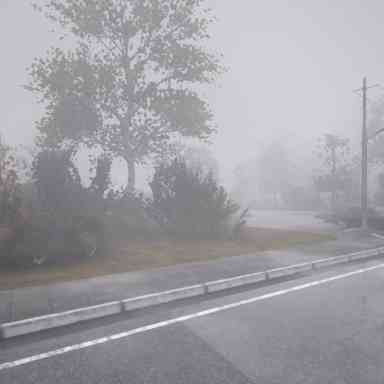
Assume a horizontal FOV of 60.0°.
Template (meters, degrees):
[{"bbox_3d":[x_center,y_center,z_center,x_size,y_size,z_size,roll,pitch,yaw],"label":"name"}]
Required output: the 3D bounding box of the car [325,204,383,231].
[{"bbox_3d":[10.281,1.532,18.751,1.837,1.490,4.892,1,-1,-25],"label":"car"}]

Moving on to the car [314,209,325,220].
[{"bbox_3d":[11.654,1.600,24.114,2.033,1.411,5.357,0,0,-41],"label":"car"}]
